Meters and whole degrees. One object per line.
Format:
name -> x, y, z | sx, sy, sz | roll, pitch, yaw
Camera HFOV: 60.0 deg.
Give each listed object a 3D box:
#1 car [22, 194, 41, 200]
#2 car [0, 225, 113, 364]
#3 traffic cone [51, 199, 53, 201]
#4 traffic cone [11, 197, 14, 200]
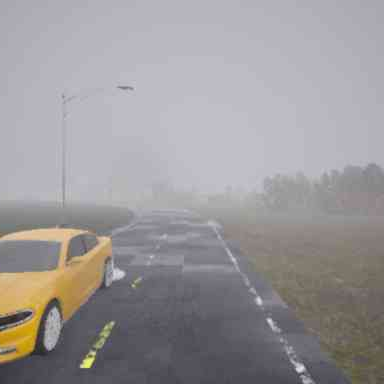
car -> -39.529, 1.266, 82.067 | 4.718, 1.301, 1.895 | 0, -1, 26
car -> -2.857, 1.473, 6.227 | 1.882, 1.535, 5.008 | 0, 0, 0
traffic cone -> -31.635, 1.661, 75.082 | 0.340, 0.580, 0.340 | 0, 0, 35
traffic cone -> -44.269, 1.571, 82.051 | 0.340, 0.580, 0.340 | 0, -1, 23
